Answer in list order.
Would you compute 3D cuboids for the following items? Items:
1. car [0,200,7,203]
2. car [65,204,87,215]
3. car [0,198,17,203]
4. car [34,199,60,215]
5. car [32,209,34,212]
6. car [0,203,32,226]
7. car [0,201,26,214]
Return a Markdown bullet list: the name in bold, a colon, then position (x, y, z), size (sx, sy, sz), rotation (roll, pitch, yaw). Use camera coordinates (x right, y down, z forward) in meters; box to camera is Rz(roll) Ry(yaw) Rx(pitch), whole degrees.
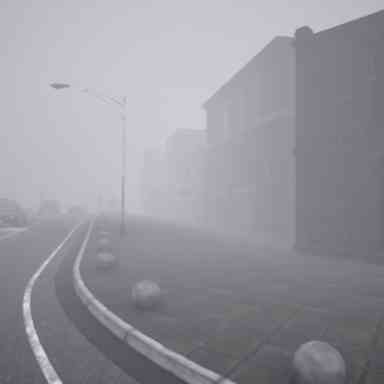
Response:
- **car**: position (-22.818, 1.871, 35.020), size (5.008, 1.535, 2.097), rotation (1, -2, -16)
- **car**: position (-15.722, 2.385, 45.075), size (1.994, 1.385, 4.181), rotation (1, -2, -15)
- **car**: position (-23.624, 1.718, 37.832), size (5.566, 2.045, 2.435), rotation (1, -2, -15)
- **car**: position (-18.865, 1.995, 44.111), size (2.150, 2.045, 5.566), rotation (1, -3, -14)
- **car**: position (-26.636, 2.477, 49.579), size (5.366, 1.575, 1.946), rotation (1, -3, -15)
- **car**: position (-13.856, 1.778, 25.293), size (1.812, 1.442, 4.674), rotation (1, -1, -15)
- **car**: position (-26.073, 2.216, 46.717), size (4.553, 1.767, 2.185), rotation (1, -3, -15)
